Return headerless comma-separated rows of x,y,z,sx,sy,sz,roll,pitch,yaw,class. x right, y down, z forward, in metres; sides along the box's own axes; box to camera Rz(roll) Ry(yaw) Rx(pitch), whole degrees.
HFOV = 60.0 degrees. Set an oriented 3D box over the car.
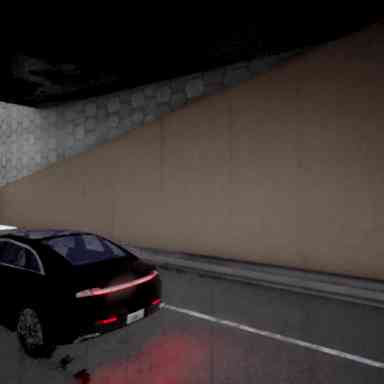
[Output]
-2.722,1.421,5.894,4.902,1.511,2.128,1,1,36,car
